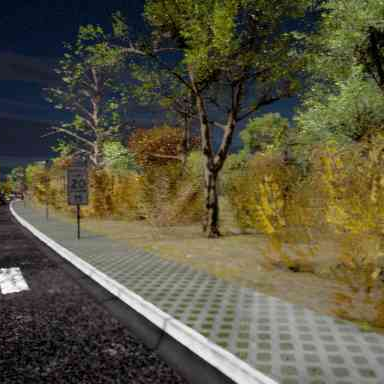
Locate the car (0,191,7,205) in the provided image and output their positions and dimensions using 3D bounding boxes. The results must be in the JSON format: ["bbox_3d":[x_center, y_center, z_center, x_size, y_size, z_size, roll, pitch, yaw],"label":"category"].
[{"bbox_3d":[-29.953,0.940,51.240,2.150,2.045,5.566,-1,1,-28],"label":"car"}]
